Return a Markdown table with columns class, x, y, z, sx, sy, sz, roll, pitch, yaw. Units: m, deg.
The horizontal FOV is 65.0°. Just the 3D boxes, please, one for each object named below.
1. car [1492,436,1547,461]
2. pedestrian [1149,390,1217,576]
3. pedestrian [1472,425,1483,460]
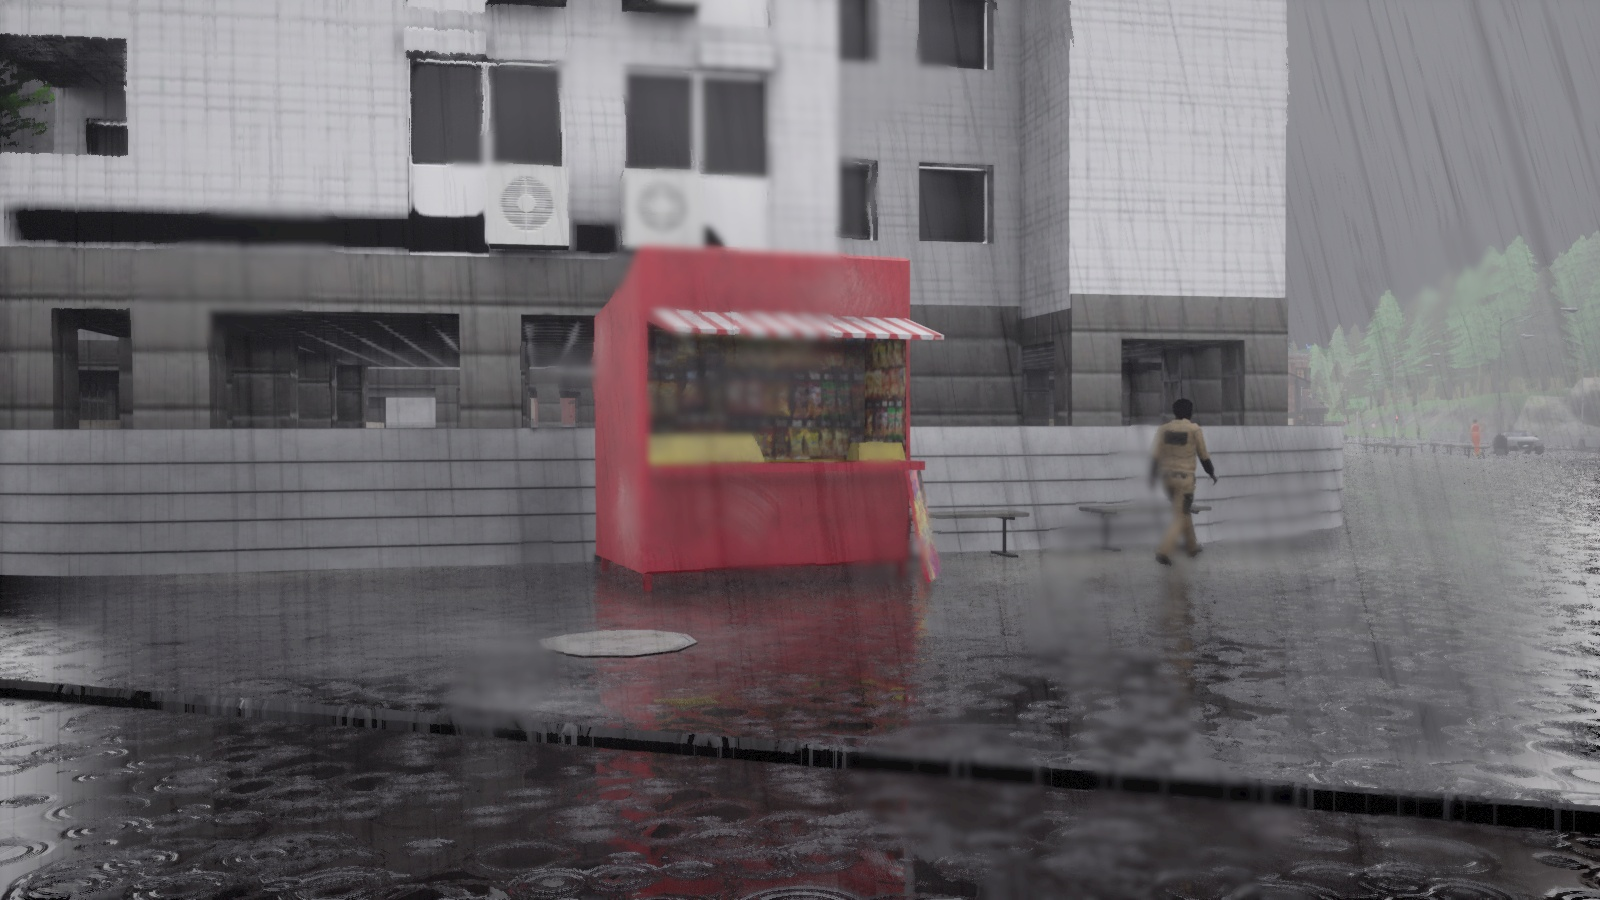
| class | x | y | z | sx | sy | sz | roll | pitch | yaw |
| --- | --- | --- | --- | --- | --- | --- | --- | --- | --- |
| car | 41.989 | -0.127 | 73.417 | 1.994 | 1.385 | 4.181 | 1 | 1 | 18 |
| pedestrian | 4.102 | 0.337 | 13.426 | 0.692 | 1.930 | 0.396 | -1 | 1 | -44 |
| pedestrian | 35.994 | -0.397 | 66.717 | 0.345 | 1.836 | 0.594 | 0 | 1 | 8 |
